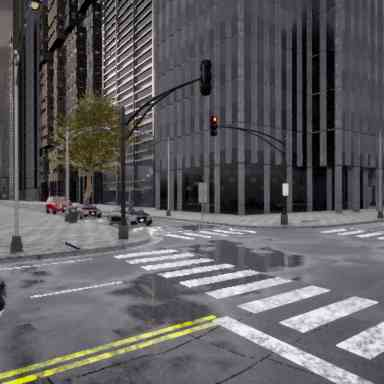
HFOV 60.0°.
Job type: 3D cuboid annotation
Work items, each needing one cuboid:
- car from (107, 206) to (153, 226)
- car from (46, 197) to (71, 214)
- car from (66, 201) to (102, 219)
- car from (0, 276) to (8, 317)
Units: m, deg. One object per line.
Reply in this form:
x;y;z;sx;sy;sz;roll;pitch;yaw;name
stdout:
-4.518;1.728;23.938;1.994;1.385;4.181;0;0;-35;car
-16.140;1.573;40.305;2.150;2.045;5.566;0;0;-35;car
-10.239;1.816;31.974;1.994;1.385;4.181;0;0;-36;car
-5.056;1.492;4.071;4.902;1.511;2.128;0;0;-36;car
